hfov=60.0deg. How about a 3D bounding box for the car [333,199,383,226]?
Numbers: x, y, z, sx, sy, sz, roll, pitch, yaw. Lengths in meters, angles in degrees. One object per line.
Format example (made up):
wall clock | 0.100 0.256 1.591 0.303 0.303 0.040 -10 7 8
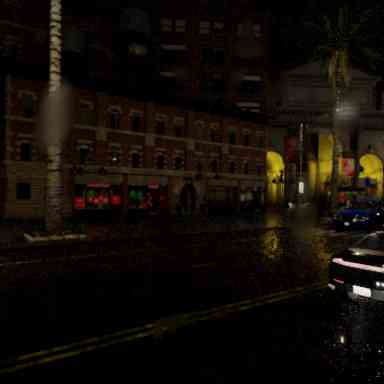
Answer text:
car | 11.028 1.479 20.474 5.566 2.045 2.150 1 -1 -36

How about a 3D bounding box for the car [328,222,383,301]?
car | 5.028 1.594 7.370 4.902 1.511 2.128 1 -1 -35
